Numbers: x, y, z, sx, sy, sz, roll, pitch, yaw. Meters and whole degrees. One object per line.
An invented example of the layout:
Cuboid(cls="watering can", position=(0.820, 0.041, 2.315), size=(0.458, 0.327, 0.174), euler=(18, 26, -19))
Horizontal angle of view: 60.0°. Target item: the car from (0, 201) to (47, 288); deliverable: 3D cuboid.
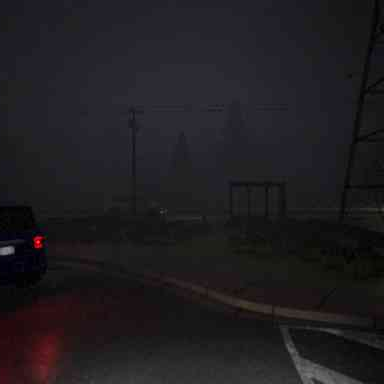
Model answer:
Cuboid(cls="car", position=(-5.790, 1.231, 8.093), size=(5.566, 2.045, 2.150), euler=(0, 0, 36))

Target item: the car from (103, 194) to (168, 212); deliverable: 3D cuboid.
Cuboid(cls="car", position=(-4.878, 1.233, 28.560), size=(5.566, 2.045, 2.150), euler=(0, 0, 7))
